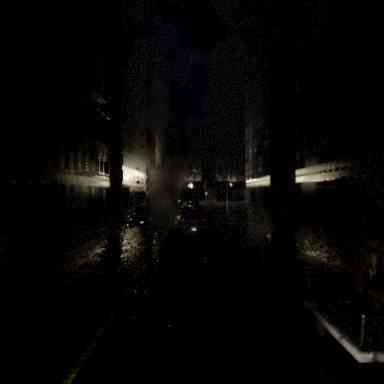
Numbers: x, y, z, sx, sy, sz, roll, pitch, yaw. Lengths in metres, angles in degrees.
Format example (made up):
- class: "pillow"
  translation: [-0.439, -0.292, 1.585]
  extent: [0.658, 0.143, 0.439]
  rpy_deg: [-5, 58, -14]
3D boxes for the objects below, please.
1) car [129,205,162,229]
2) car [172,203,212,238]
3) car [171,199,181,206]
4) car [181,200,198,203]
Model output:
- class: "car"
  translation: [-3.097, 1.661, 22.857]
  extent: [1.837, 1.490, 4.892]
  rpy_deg: [0, 0, 0]
- class: "car"
  translation: [0.101, 1.620, 18.591]
  extent: [2.128, 1.511, 4.902]
  rpy_deg: [0, 0, 0]
- class: "car"
  translation: [-3.003, 2.005, 65.205]
  extent: [1.994, 1.385, 4.181]
  rpy_deg: [0, 0, 0]
- class: "car"
  translation: [0.103, 1.802, 37.828]
  extent: [2.033, 1.411, 5.357]
  rpy_deg: [0, 0, 0]
